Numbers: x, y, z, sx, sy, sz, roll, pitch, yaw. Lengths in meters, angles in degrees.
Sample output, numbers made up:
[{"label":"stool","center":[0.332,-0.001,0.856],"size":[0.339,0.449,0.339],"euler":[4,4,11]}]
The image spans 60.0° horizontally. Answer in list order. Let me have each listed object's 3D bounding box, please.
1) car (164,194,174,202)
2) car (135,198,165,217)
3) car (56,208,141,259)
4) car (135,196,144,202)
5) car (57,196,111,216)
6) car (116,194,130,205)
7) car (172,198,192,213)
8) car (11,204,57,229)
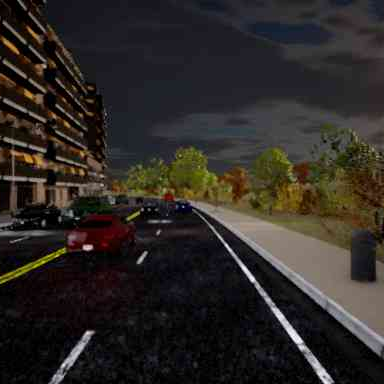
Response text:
[{"label":"car","center":[-5.735,1.390,81.971],"size":[2.150,2.045,5.566],"euler":[0,0,-9]},{"label":"car","center":[-3.944,1.633,32.185],"size":[2.033,1.411,5.357],"euler":[0,0,-3]},{"label":"car","center":[-3.295,1.566,12.682],"size":[1.812,1.442,4.674],"euler":[0,0,-1]},{"label":"car","center":[-9.854,1.640,63.390],"size":[1.837,1.490,4.892],"euler":[0,0,-6]},{"label":"car","center":[-7.017,1.298,22.871],"size":[2.150,2.045,5.566],"euler":[0,-1,-2]},{"label":"car","center":[-13.070,1.387,62.935],"size":[2.150,2.045,5.566],"euler":[0,0,-6]},{"label":"car","center":[-1.095,1.655,39.137],"size":[1.994,1.385,4.181],"euler":[0,0,-4]},{"label":"car","center":[-10.254,1.585,22.352],"size":[1.837,1.490,4.892],"euler":[0,0,-2]}]
